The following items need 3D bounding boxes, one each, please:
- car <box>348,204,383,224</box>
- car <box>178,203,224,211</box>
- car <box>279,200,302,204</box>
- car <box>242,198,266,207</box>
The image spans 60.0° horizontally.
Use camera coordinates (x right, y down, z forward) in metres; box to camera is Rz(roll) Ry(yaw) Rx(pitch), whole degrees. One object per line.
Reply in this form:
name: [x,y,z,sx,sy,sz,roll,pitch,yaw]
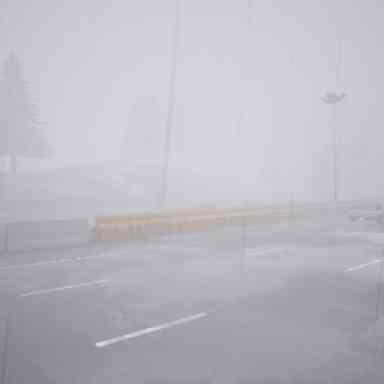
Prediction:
car: [13.017,1.490,23.900,4.718,1.301,1.895,-1,0,-44]
car: [0.875,1.702,31.994,4.718,1.301,1.895,-1,0,-43]
car: [10.796,1.531,36.591,4.181,1.385,1.994,-1,0,-44]
car: [9.254,1.600,49.624,4.181,1.385,1.994,-1,0,-44]
